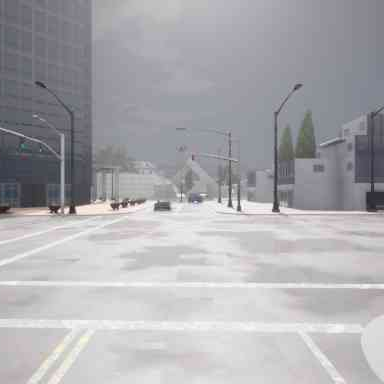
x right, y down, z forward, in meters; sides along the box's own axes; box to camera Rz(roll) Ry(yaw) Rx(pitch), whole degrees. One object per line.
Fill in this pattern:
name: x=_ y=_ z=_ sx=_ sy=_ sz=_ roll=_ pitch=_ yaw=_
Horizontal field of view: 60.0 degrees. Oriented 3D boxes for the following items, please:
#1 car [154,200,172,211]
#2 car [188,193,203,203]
car: x=-3.620 y=1.601 z=41.672 sx=1.895 sy=1.301 sz=4.718 roll=0 pitch=0 yaw=0
car: x=0.708 y=1.221 z=67.382 sx=2.150 sy=2.045 sz=5.566 roll=0 pitch=0 yaw=12
